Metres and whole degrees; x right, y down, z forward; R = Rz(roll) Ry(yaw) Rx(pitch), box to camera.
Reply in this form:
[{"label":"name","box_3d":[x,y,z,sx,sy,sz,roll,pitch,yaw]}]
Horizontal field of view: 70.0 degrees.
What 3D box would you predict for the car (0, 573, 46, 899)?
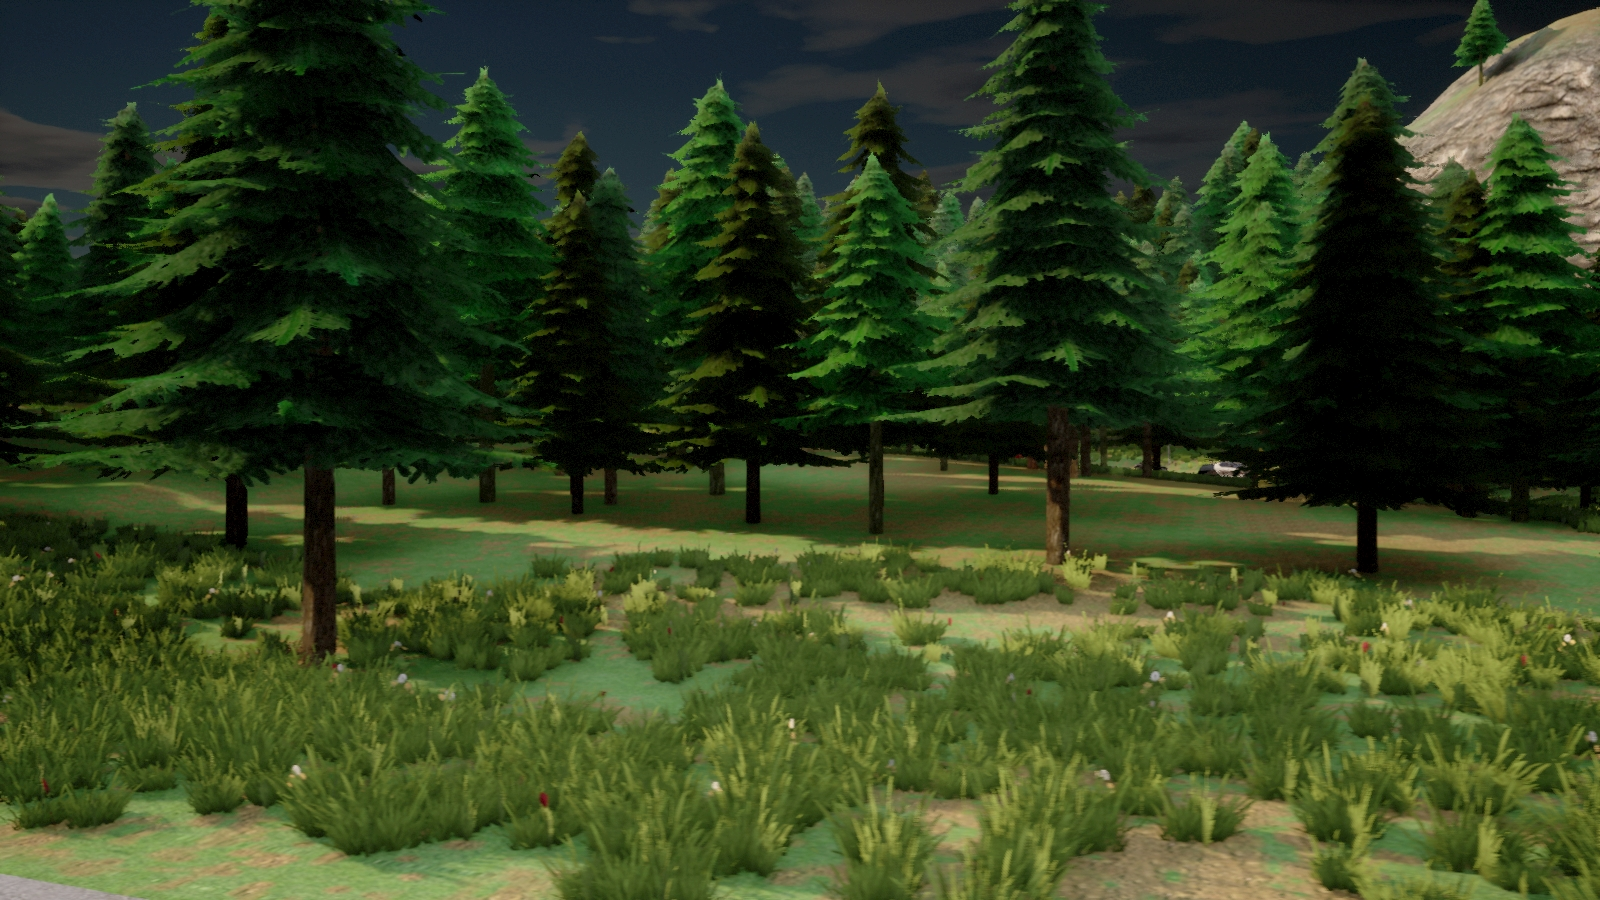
[{"label":"car","box_3d":[-6.840,1.659,5.765,5.566,2.045,2.150,0,0,20]}]
